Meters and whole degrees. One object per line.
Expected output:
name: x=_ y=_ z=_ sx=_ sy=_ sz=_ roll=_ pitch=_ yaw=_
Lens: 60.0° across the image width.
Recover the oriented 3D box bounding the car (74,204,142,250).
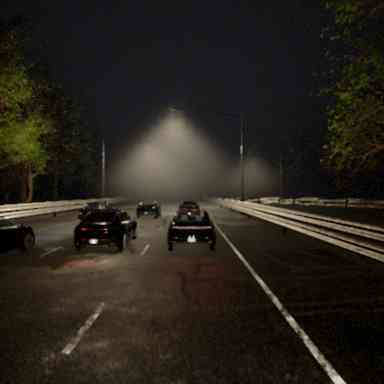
car: x=-3.522 y=1.504 z=14.277 sx=1.837 sy=1.490 sz=4.892 roll=0 pitch=0 yaw=0

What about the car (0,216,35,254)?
car: x=-7.008 y=1.491 z=11.001 sx=2.128 sy=1.511 sz=4.902 roll=0 pitch=0 yaw=0

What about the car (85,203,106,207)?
car: x=-7.210 y=1.553 z=25.656 sx=2.033 sy=1.411 sz=5.357 roll=0 pitch=0 yaw=-1

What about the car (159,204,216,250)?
car: x=-0.022 y=1.491 z=14.282 sx=2.128 sy=1.511 sz=4.902 roll=0 pitch=0 yaw=0

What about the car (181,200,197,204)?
car: x=-0.261 y=1.514 z=29.564 sx=1.837 sy=1.490 sz=4.892 roll=0 pitch=0 yaw=-1

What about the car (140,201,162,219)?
car: x=-3.757 y=1.500 z=29.411 sx=2.128 sy=1.511 sz=4.902 roll=0 pitch=0 yaw=-1
